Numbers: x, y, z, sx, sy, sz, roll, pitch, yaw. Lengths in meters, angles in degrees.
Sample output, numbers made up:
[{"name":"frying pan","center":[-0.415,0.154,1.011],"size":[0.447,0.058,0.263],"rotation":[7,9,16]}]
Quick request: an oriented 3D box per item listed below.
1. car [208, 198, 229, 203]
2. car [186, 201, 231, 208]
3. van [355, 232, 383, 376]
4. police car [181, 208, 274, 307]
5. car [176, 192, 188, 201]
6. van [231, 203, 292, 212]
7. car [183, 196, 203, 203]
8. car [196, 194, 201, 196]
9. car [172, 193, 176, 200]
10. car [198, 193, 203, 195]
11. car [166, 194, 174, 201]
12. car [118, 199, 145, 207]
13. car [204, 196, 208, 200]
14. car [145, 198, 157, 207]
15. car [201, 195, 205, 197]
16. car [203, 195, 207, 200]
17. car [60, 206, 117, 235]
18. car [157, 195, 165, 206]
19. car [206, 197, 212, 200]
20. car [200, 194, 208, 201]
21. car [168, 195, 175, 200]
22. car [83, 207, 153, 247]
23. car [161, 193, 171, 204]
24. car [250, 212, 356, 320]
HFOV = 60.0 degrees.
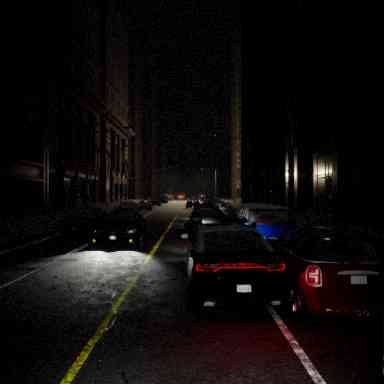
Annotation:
[{"name":"car","center":[2.746,1.547,29.797],"size":[2.008,1.369,4.403],"rotation":[1,0,0]},{"name":"car","center":[0.784,1.478,18.136],"size":[1.882,1.535,5.008],"rotation":[0,0,0]},{"name":"van","center":[2.681,1.341,1.673],"size":[1.690,1.788,3.998],"rotation":[1,0,0]},{"name":"police car","center":[0.772,1.427,8.209],"size":[1.930,1.638,5.238],"rotation":[0,0,-2]},{"name":"car","center":[-2.801,1.154,84.932],"size":[2.150,2.045,5.566],"rotation":[0,0,0]},{"name":"van","center":[2.708,1.342,12.923],"size":[1.690,1.788,3.998],"rotation":[1,0,0]},{"name":"car","center":[0.136,1.587,44.492],"size":[1.895,1.301,4.718],"rotation":[0,0,1]},{"name":"car","center":[0.135,1.521,56.622],"size":[2.033,1.411,5.357],"rotation":[0,0,0]},{"name":"car","center":[-5.661,1.505,80.432],"size":[1.947,1.339,4.313],"rotation":[1,0,0]},{"name":"car","center":[2.852,1.492,74.795],"size":[1.887,1.381,4.507],"rotation":[1,0,0]},{"name":"car","center":[-5.646,1.370,86.056],"size":[1.967,1.590,4.097],"rotation":[1,0,0]},{"name":"car","center":[-5.780,1.547,29.812],"size":[2.008,1.369,4.403],"rotation":[1,0,0]},{"name":"car","center":[2.772,1.534,41.046],"size":[1.887,1.381,4.507],"rotation":[1,0,0]},{"name":"car","center":[-5.754,1.514,40.891],"size":[1.752,1.417,4.829],"rotation":[1,0,0]},{"name":"car","center":[2.799,1.523,52.296],"size":[1.887,1.381,4.507],"rotation":[1,0,0]},{"name":"car","center":[2.786,1.529,46.671],"size":[1.887,1.381,4.507],"rotation":[1,0,0]},{"name":"car","center":[-5.806,1.544,18.563],"size":[1.887,1.381,4.507],"rotation":[1,0,0]},{"name":"car","center":[-5.727,1.560,52.310],"size":[1.802,1.307,4.206],"rotation":[1,0,0]},{"name":"car","center":[2.759,1.538,35.422],"size":[1.887,1.381,4.507],"rotation":[1,0,0]},{"name":"car","center":[2.866,1.379,80.420],"size":[1.967,1.590,4.097],"rotation":[1,0,0]},{"name":"car","center":[-5.634,1.447,91.511],"size":[1.752,1.417,4.829],"rotation":[1,0,0]},{"name":"car","center":[-3.067,1.564,14.805],"size":[1.994,1.385,4.181],"rotation":[0,0,0]},{"name":"car","center":[-5.699,1.404,63.559],"size":[1.967,1.590,4.097],"rotation":[1,0,0]},{"name":"car","center":[2.694,1.441,7.298],"size":[1.967,1.590,4.097],"rotation":[1,0,0]}]
